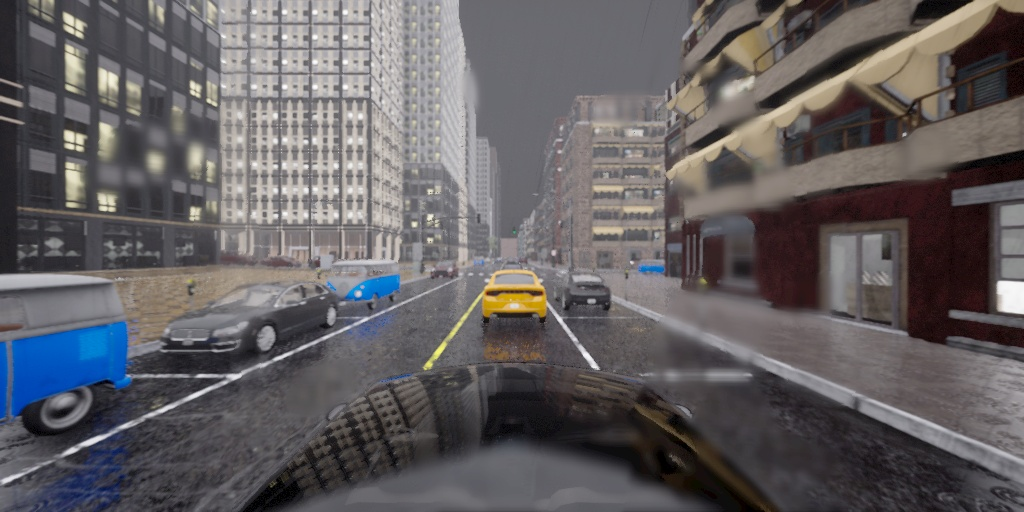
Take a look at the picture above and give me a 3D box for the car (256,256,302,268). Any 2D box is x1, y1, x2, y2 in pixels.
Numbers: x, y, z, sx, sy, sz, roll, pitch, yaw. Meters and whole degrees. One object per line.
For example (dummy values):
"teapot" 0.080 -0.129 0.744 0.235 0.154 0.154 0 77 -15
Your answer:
"car" -26.826 0.756 41.794 4.207 1.307 1.802 0 0 0

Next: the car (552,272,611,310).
"car" 2.658 1.270 14.171 2.007 1.370 4.403 0 0 0

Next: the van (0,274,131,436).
"van" -5.694 1.087 2.853 1.690 1.789 3.998 0 0 0

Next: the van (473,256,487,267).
"van" -5.852 0.954 63.569 1.690 1.789 3.998 0 0 0

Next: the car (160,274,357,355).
"car" -5.708 1.283 8.502 2.007 1.370 4.403 0 0 0

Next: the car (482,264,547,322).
"car" 0.069 1.202 12.209 1.882 1.535 5.008 0 0 0

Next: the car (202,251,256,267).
"car" -32.400 0.381 41.767 5.009 1.841 2.192 0 0 0

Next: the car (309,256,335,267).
"car" -21.252 0.722 41.822 4.097 1.591 1.967 0 0 0

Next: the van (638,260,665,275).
"van" 16.807 1.361 41.872 3.998 1.789 1.690 0 0 0

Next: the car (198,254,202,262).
"car" -42.210 0.087 44.335 5.566 2.045 2.150 1 0 0

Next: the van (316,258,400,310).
"van" -5.723 1.059 14.150 1.690 1.789 3.998 0 0 0

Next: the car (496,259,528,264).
"car" 0.030 1.233 28.617 2.033 1.411 5.357 0 0 0

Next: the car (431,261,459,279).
"car" -5.767 1.119 31.096 1.967 1.591 4.097 0 0 0
